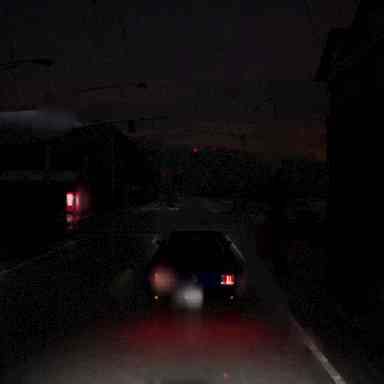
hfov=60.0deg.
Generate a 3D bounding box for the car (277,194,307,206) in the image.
[{"bbox_3d":[14.486,1.240,48.199,3.806,1.475,1.970,0,0,0],"label":"car"}]

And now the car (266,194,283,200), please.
[{"bbox_3d":[21.302,1.385,85.922,3.806,1.475,1.970,0,0,0],"label":"car"}]

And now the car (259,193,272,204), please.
[{"bbox_3d":[14.162,1.160,54.617,5.027,1.636,2.152,0,0,0],"label":"car"}]

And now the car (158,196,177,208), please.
[{"bbox_3d":[-3.595,1.496,46.974,1.837,1.490,4.892,0,0,0],"label":"car"}]

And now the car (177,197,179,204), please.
[{"bbox_3d":[-3.554,1.495,63.532,1.837,1.490,4.892,0,0,0],"label":"car"}]

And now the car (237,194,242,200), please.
[{"bbox_3d":[13.881,1.374,88.901,3.633,1.501,1.845,0,0,0],"label":"car"}]

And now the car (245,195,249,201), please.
[{"bbox_3d":[13.747,1.101,70.317,4.605,1.855,1.932,0,0,0],"label":"car"}]

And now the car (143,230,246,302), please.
[{"bbox_3d":[0.057,1.599,8.225,1.895,1.301,4.718,0,0,1],"label":"car"}]

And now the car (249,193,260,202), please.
[{"bbox_3d":[14.160,1.081,67.411,3.866,1.878,1.905,0,0,0],"label":"car"}]
